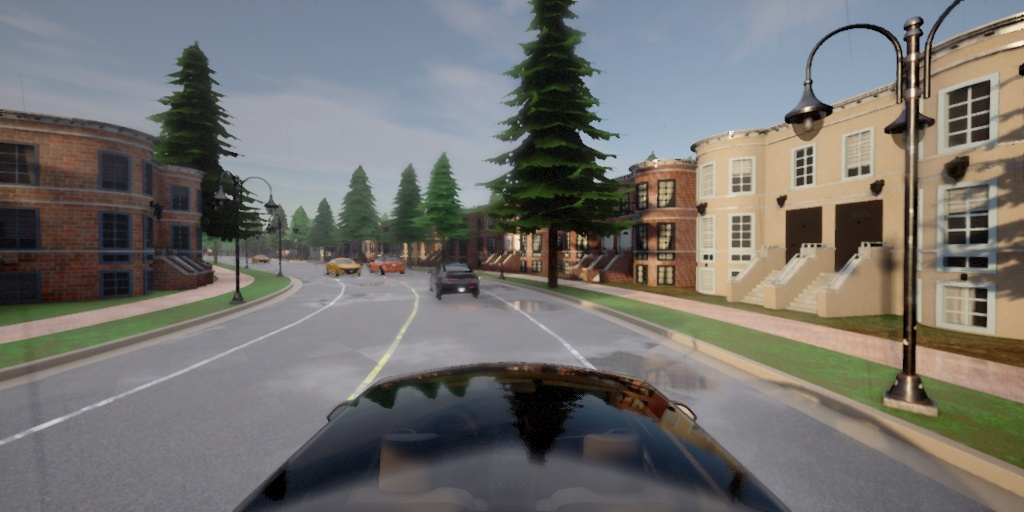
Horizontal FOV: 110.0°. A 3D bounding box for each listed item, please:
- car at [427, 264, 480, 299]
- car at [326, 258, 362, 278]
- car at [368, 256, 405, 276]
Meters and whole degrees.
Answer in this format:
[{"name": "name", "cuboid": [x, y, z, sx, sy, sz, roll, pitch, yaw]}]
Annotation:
[{"name": "car", "cuboid": [-2.822, 1.087, 16.962, 1.837, 1.490, 4.892, 0, 1, -18]}, {"name": "car", "cuboid": [-14.201, 0.918, 30.154, 1.882, 1.535, 5.008, 0, 1, -39]}, {"name": "car", "cuboid": [-11.474, 0.767, 32.538, 2.097, 1.767, 4.553, -1, 1, -38]}]
